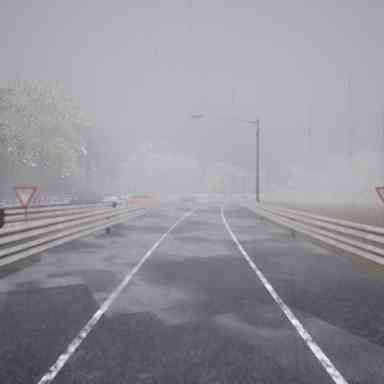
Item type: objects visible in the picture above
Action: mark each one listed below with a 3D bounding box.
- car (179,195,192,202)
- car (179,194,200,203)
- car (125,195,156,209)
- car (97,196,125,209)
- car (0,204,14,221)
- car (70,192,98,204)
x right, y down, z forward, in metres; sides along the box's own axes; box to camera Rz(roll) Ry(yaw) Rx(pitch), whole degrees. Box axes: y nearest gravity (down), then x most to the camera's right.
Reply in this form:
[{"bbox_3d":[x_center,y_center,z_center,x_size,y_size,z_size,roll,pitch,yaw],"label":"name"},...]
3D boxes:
[{"bbox_3d":[-1.460,1.422,75.628,1.994,1.385,4.181,0,0,15],"label":"car"},{"bbox_3d":[-0.412,1.340,65.626,2.128,1.511,4.902,0,0,14],"label":"car"},{"bbox_3d":[-6.108,1.153,41.359,2.097,1.767,4.553,0,0,12],"label":"car"},{"bbox_3d":[-9.612,1.328,41.672,1.812,1.442,4.674,0,0,12],"label":"car"},{"bbox_3d":[-13.699,1.255,21.701,2.128,1.511,4.902,0,0,11],"label":"car"},{"bbox_3d":[-13.144,1.024,41.975,2.150,2.045,5.566,0,0,12],"label":"car"}]
